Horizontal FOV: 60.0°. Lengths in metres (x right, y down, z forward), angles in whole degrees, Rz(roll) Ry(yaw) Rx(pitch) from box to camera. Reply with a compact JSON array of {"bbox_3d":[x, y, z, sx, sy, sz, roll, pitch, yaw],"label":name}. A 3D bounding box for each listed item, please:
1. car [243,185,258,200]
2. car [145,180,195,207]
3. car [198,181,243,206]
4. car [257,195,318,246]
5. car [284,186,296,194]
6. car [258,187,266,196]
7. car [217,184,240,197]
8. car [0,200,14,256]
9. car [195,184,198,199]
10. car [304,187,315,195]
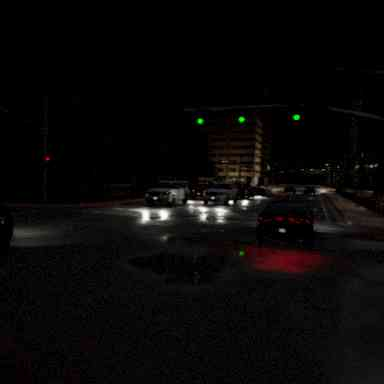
[{"bbox_3d":[6.118,-0.058,39.651,2.097,1.767,4.553,2,2,21],"label":"car"},{"bbox_3d":[-1.926,0.040,28.126,2.150,2.045,5.566,2,2,18],"label":"car"},{"bbox_3d":[2.735,0.075,30.571,2.150,2.045,5.566,2,2,20],"label":"car"},{"bbox_3d":[3.876,1.047,13.237,1.882,1.535,5.008,3,2,21],"label":"car"},{"bbox_3d":[18.680,-0.462,63.276,1.812,1.442,4.674,2,2,20],"label":"car"},{"bbox_3d":[9.636,-0.114,48.984,1.994,1.385,4.181,2,2,20],"label":"car"},{"bbox_3d":[5.246,-0.256,47.254,1.882,1.535,5.008,2,2,21],"label":"car"},{"bbox_3d":[-5.613,0.764,7.099,2.150,2.045,5.566,2,2,-14],"label":"car"},{"bbox_3d":[1.701,-0.240,37.813,2.150,2.045,5.566,2,2,21],"label":"car"},{"bbox_3d":[22.080,-0.293,62.391,1.994,1.385,4.181,2,2,20],"label":"car"}]
